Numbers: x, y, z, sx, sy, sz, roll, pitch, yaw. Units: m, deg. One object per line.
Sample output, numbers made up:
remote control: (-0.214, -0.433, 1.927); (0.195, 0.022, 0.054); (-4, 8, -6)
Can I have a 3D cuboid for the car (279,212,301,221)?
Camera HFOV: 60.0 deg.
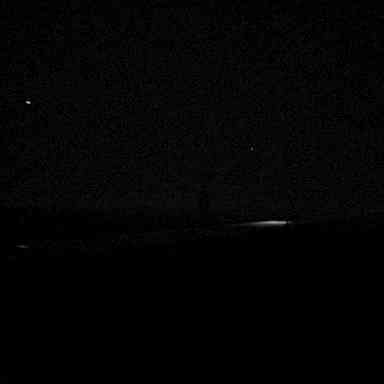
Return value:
car: (14.579, 3.611, 49.516); (1.895, 1.301, 4.718); (-2, -3, 35)
